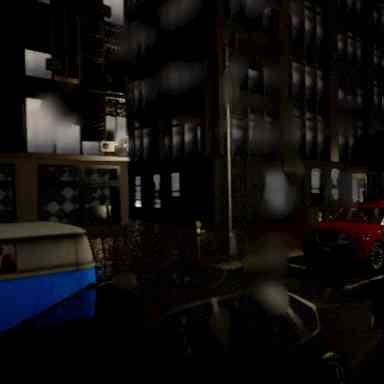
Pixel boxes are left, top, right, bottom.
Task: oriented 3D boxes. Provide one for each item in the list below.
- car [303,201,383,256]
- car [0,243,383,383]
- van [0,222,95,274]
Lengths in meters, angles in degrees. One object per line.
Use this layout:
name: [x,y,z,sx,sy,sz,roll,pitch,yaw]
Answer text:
car: [5.748,1.240,10.681,5.009,1.841,2.192,0,-1,-35]
car: [-0.291,1.537,3.145,5.357,1.411,2.033,0,0,-35]
van: [-3.261,1.344,4.251,3.998,1.788,1.690,0,-1,-35]
